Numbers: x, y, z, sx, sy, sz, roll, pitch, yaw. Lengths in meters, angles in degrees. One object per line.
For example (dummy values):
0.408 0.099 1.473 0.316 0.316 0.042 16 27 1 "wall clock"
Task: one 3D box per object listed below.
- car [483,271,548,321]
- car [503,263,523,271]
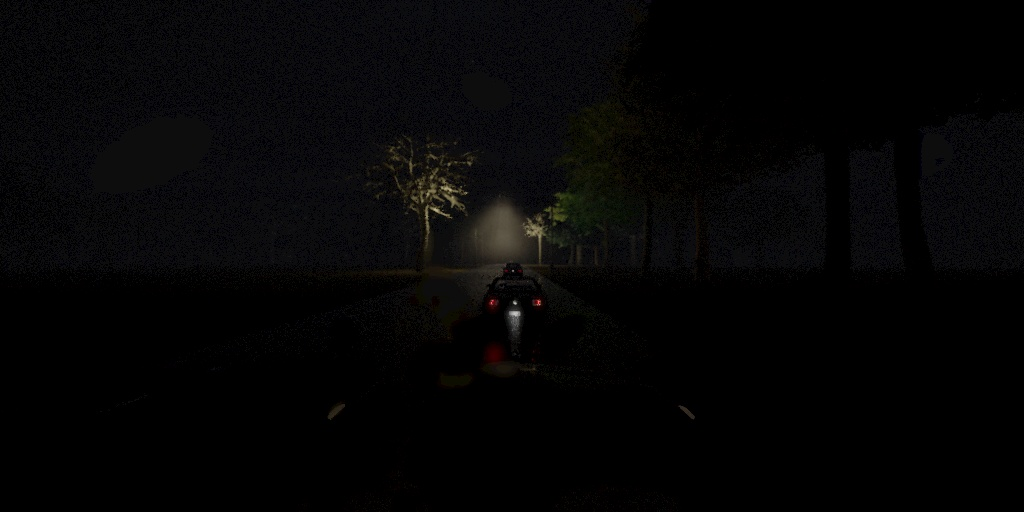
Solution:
0.097 1.362 12.434 1.895 1.301 4.718 0 0 0 "car"
0.088 1.363 33.993 2.033 1.411 5.357 0 0 0 "car"
